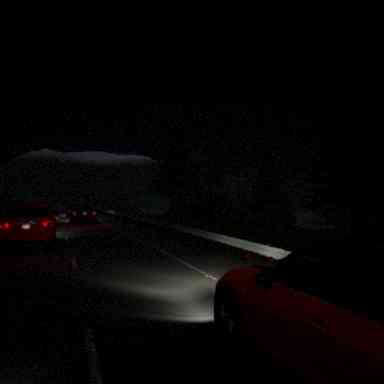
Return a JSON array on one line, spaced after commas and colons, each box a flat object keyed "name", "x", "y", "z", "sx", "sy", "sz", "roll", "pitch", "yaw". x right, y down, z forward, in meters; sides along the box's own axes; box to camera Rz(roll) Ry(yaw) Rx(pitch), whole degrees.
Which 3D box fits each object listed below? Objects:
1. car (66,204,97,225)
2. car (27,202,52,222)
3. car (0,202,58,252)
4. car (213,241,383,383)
[{"name": "car", "x": -9.674, "y": 1.850, "z": 29.380, "sx": 2.097, "sy": 1.767, "sz": 4.553, "roll": 0, "pitch": -1, "yaw": -23}, {"name": "car", "x": -15.049, "y": 1.926, "z": 33.060, "sx": 2.097, "sy": 1.767, "sz": 4.553, "roll": 0, "pitch": -1, "yaw": -23}, {"name": "car", "x": -7.626, "y": 1.499, "z": 15.691, "sx": 2.150, "sy": 2.045, "sz": 5.566, "roll": 0, "pitch": -1, "yaw": -23}, {"name": "car", "x": 1.978, "y": 1.412, "z": 4.201, "sx": 2.097, "sy": 1.767, "sz": 4.553, "roll": 0, "pitch": -1, "yaw": -21}]
